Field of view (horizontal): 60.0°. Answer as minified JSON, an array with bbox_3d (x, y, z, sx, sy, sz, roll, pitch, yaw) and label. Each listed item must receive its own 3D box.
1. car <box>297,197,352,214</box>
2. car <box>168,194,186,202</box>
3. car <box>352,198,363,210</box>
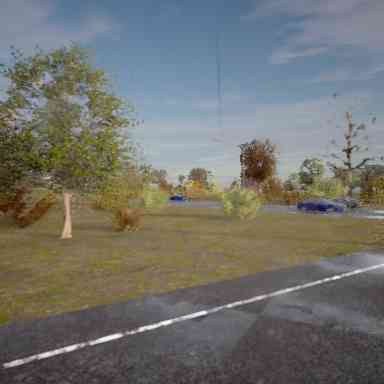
[{"bbox_3d":[13.226,1.375,34.035,1.882,1.535,5.008,0,0,-37],"label":"car"},{"bbox_3d":[-3.134,1.174,67.159,1.882,1.535,5.008,0,0,-37],"label":"car"},{"bbox_3d":[17.720,1.361,39.691,2.128,1.511,4.902,0,0,-37],"label":"car"}]
